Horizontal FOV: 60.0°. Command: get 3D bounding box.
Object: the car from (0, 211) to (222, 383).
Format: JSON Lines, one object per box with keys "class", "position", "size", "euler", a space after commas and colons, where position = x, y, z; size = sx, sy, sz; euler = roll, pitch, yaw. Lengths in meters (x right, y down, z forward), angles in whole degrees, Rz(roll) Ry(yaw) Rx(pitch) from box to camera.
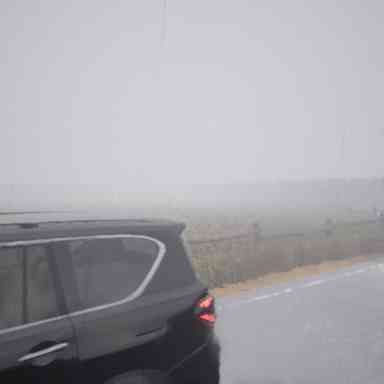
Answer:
{"class": "car", "position": [-2.336, 1.226, 2.298], "size": [5.566, 2.045, 2.150], "euler": [0, 0, -35]}
